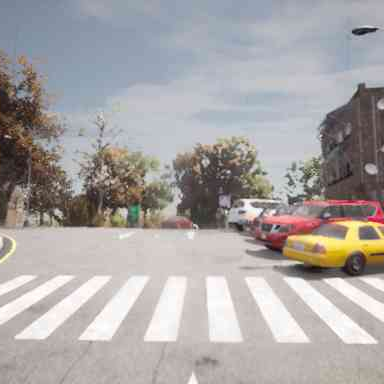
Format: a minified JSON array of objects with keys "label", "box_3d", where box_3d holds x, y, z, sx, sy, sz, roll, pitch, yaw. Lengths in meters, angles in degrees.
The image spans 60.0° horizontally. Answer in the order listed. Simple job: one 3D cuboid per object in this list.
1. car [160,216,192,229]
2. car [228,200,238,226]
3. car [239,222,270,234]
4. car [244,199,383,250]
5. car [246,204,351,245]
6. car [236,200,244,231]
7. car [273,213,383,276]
[{"label":"car","box_3d":[-1.580,3.253,34.664,1.882,1.535,5.008,-3,-8,20]},{"label":"car","box_3d":[5.172,1.607,22.475,5.566,2.045,2.435,3,-6,-20]},{"label":"car","box_3d":[9.355,5.394,49.704,4.892,1.490,1.837,7,-9,-39]},{"label":"car","box_3d":[5.281,1.365,13.449,5.566,2.045,2.435,1,0,-21]},{"label":"car","box_3d":[5.245,1.520,16.499,4.553,1.767,2.185,1,-1,-21]},{"label":"car","box_3d":[5.262,1.587,19.523,4.553,1.767,2.185,2,-3,-21]},{"label":"car","box_3d":[5.495,1.588,10.498,5.366,1.575,1.946,1,-1,-20]}]
